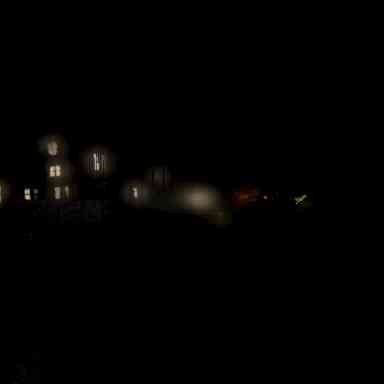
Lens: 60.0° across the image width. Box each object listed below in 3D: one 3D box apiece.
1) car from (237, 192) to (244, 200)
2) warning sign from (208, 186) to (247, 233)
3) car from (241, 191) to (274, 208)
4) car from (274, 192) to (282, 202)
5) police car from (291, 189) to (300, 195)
[{"bbox_3d":[7.184,0.759,44.170,2.097,1.767,4.553,-3,0,21],"label":"car"},{"bbox_3d":[1.506,0.723,14.063,1.300,1.860,1.060,-3,-1,21],"label":"warning sign"},{"bbox_3d":[7.296,0.940,36.537,2.033,1.411,5.357,-3,0,21],"label":"car"},{"bbox_3d":[12.212,0.698,49.673,1.837,1.490,4.892,-3,0,21],"label":"car"},{"bbox_3d":[26.456,0.016,84.912,1.930,1.638,5.238,-3,0,21],"label":"police car"}]
